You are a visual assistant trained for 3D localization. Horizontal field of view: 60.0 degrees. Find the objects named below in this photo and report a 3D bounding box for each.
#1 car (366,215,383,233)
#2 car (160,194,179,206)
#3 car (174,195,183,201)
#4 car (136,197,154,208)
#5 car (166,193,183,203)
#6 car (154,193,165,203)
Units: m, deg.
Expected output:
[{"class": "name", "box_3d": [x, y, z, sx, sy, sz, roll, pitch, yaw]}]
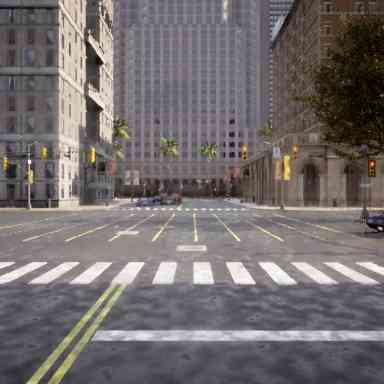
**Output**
[{"class": "car", "box_3d": [11.993, 1.601, 17.824, 4.718, 1.301, 1.895, 0, 0, -13]}, {"class": "car", "box_3d": [-3.686, 1.489, 55.331, 2.128, 1.511, 4.902, 0, 0, 0]}, {"class": "car", "box_3d": [-3.408, 1.473, 84.972, 2.128, 1.511, 4.902, 0, 0, 0]}, {"class": "car", "box_3d": [-7.191, 1.526, 49.696, 1.812, 1.442, 4.674, 0, 0, 0]}, {"class": "car", "box_3d": [-3.540, 1.225, 69.536, 2.150, 2.045, 5.566, 0, 0, 0]}, {"class": "car", "box_3d": [-7.045, 1.548, 69.092, 2.033, 1.411, 5.357, 0, 0, 1]}]
